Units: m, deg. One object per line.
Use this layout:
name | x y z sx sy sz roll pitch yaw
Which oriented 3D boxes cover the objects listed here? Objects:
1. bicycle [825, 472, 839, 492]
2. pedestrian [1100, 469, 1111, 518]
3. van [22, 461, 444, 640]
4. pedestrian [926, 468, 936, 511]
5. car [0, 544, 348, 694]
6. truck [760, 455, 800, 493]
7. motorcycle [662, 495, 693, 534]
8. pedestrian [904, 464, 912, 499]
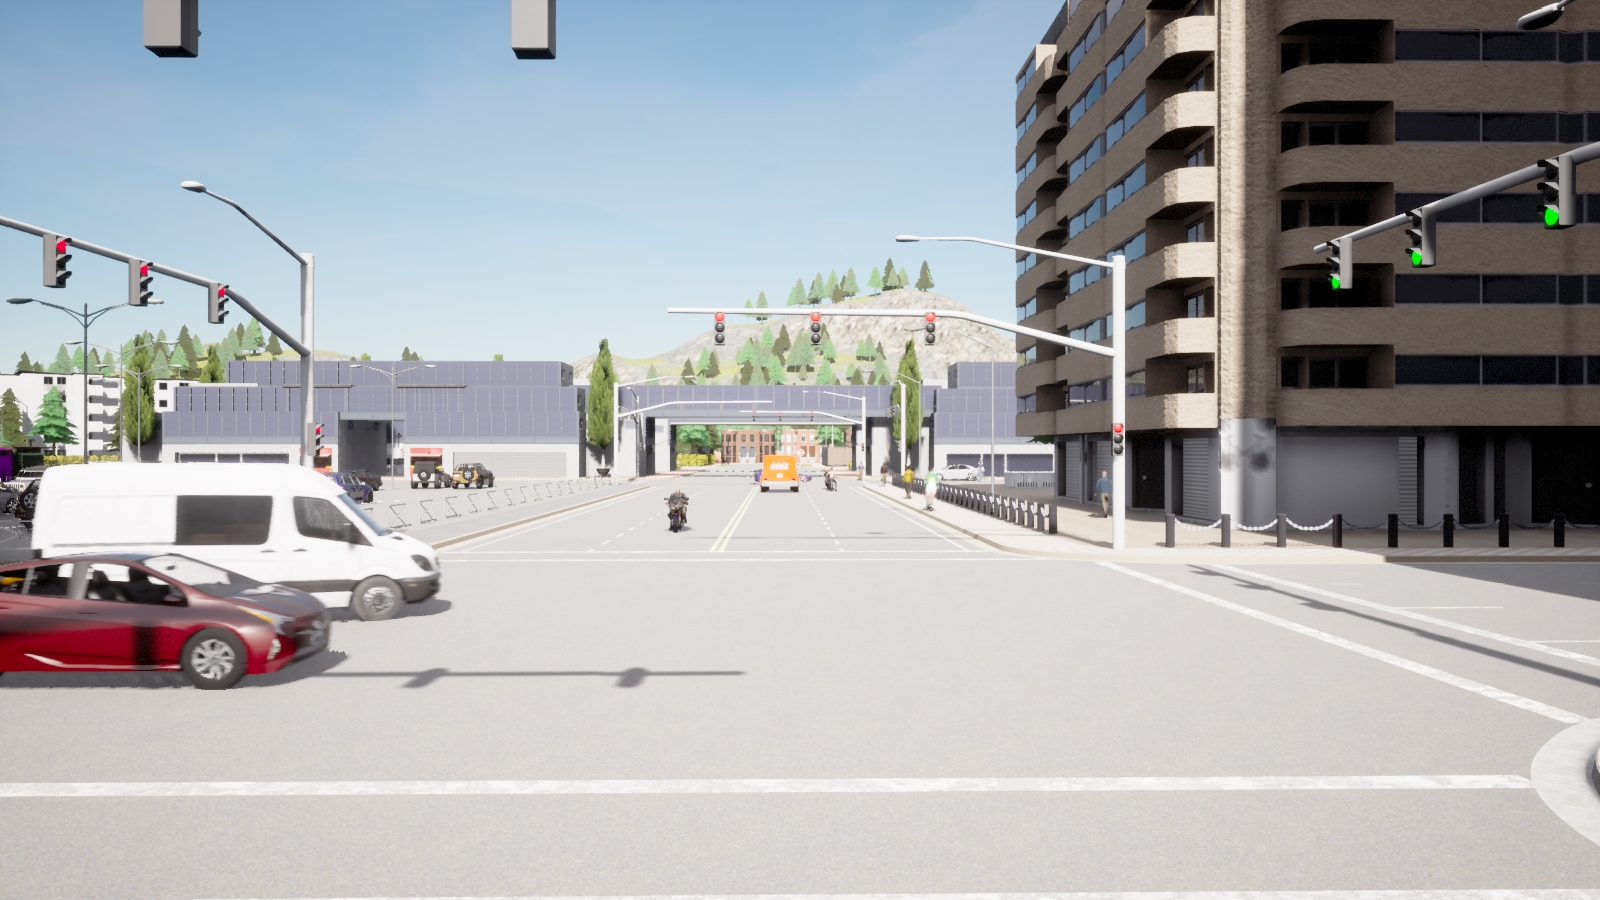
bicycle | 2.134 2.158 77.288 0.859 1.276 1.487 0 0 -1
pedestrian | 11.704 1.653 43.809 0.375 1.860 0.375 0 0 12
van | -8.966 1.503 18.721 5.915 2.561 1.988 0 1 -19
pedestrian | 5.671 1.695 49.323 0.375 1.860 0.375 0 0 -3
car | -8.193 2.011 14.009 4.514 1.525 2.007 0 0 -2
truck | -1.366 1.564 77.071 2.627 2.467 5.204 0 0 -1
motorcycle | -4.213 2.205 39.441 0.867 1.251 2.209 0 0 -1
pedestrian | 5.834 1.695 61.563 0.375 1.860 0.375 0 0 -2
